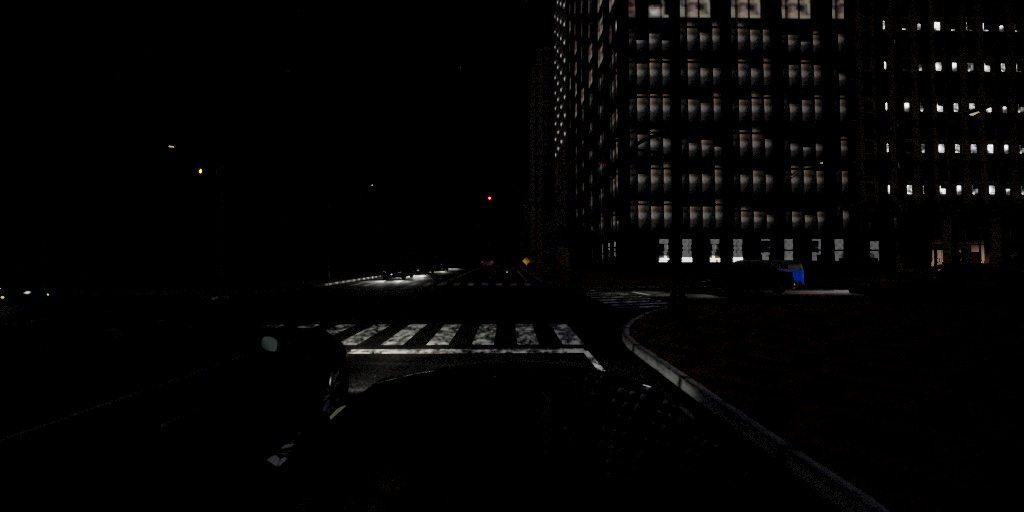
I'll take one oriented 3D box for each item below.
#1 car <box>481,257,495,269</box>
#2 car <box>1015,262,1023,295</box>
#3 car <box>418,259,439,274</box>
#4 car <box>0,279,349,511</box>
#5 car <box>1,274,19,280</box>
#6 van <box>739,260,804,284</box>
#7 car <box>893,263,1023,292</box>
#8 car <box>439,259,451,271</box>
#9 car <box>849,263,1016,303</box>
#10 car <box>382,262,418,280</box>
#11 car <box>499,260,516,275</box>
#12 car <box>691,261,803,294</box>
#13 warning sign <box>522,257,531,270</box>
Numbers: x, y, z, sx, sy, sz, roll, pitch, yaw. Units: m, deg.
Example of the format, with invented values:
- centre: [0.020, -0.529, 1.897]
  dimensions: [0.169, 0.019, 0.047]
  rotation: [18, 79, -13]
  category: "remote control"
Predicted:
- centre: [-4.201, 1.173, 62.257]
  dimensions: [2.150, 2.045, 5.566]
  rotation: [0, 0, -1]
  category: "car"
- centre: [21.553, 0.961, 14.230]
  dimensions: [4.097, 1.591, 1.967]
  rotation: [0, 0, -2]
  category: "car"
- centre: [-10.483, 1.340, 42.367]
  dimensions: [2.128, 1.511, 4.902]
  rotation: [0, 0, -1]
  category: "car"
- centre: [-3.156, 1.103, 2.860]
  dimensions: [2.097, 1.767, 4.553]
  rotation: [0, 0, -1]
  category: "car"
- centre: [-22.716, 1.394, 15.281]
  dimensions: [4.181, 1.385, 1.994]
  rotation: [0, -2, -2]
  category: "car"
- centre: [15.633, 1.122, 22.089]
  dimensions: [3.998, 1.789, 1.690]
  rotation: [0, 0, -2]
  category: "van"
- centre: [24.563, 1.153, 19.751]
  dimensions: [4.902, 1.511, 2.128]
  rotation: [0, -2, -2]
  category: "car"
- centre: [-10.634, 1.248, 52.243]
  dimensions: [2.097, 1.767, 4.553]
  rotation: [0, 0, -1]
  category: "car"
- centre: [16.140, 1.075, 14.078]
  dimensions: [4.829, 1.417, 1.751]
  rotation: [0, 0, -2]
  category: "car"
- centre: [-10.346, 1.319, 32.905]
  dimensions: [1.837, 1.490, 4.892]
  rotation: [0, 0, -3]
  category: "car"
- centre: [-0.542, 1.443, 41.065]
  dimensions: [1.895, 1.301, 4.718]
  rotation: [0, 0, -1]
  category: "car"
- centre: [12.368, 1.202, 19.414]
  dimensions: [5.008, 1.535, 1.882]
  rotation: [0, -2, 0]
  category: "car"
- centre: [2.082, 1.001, 50.817]
  dimensions: [1.300, 1.860, 1.060]
  rotation: [0, 0, -1]
  category: "warning sign"
